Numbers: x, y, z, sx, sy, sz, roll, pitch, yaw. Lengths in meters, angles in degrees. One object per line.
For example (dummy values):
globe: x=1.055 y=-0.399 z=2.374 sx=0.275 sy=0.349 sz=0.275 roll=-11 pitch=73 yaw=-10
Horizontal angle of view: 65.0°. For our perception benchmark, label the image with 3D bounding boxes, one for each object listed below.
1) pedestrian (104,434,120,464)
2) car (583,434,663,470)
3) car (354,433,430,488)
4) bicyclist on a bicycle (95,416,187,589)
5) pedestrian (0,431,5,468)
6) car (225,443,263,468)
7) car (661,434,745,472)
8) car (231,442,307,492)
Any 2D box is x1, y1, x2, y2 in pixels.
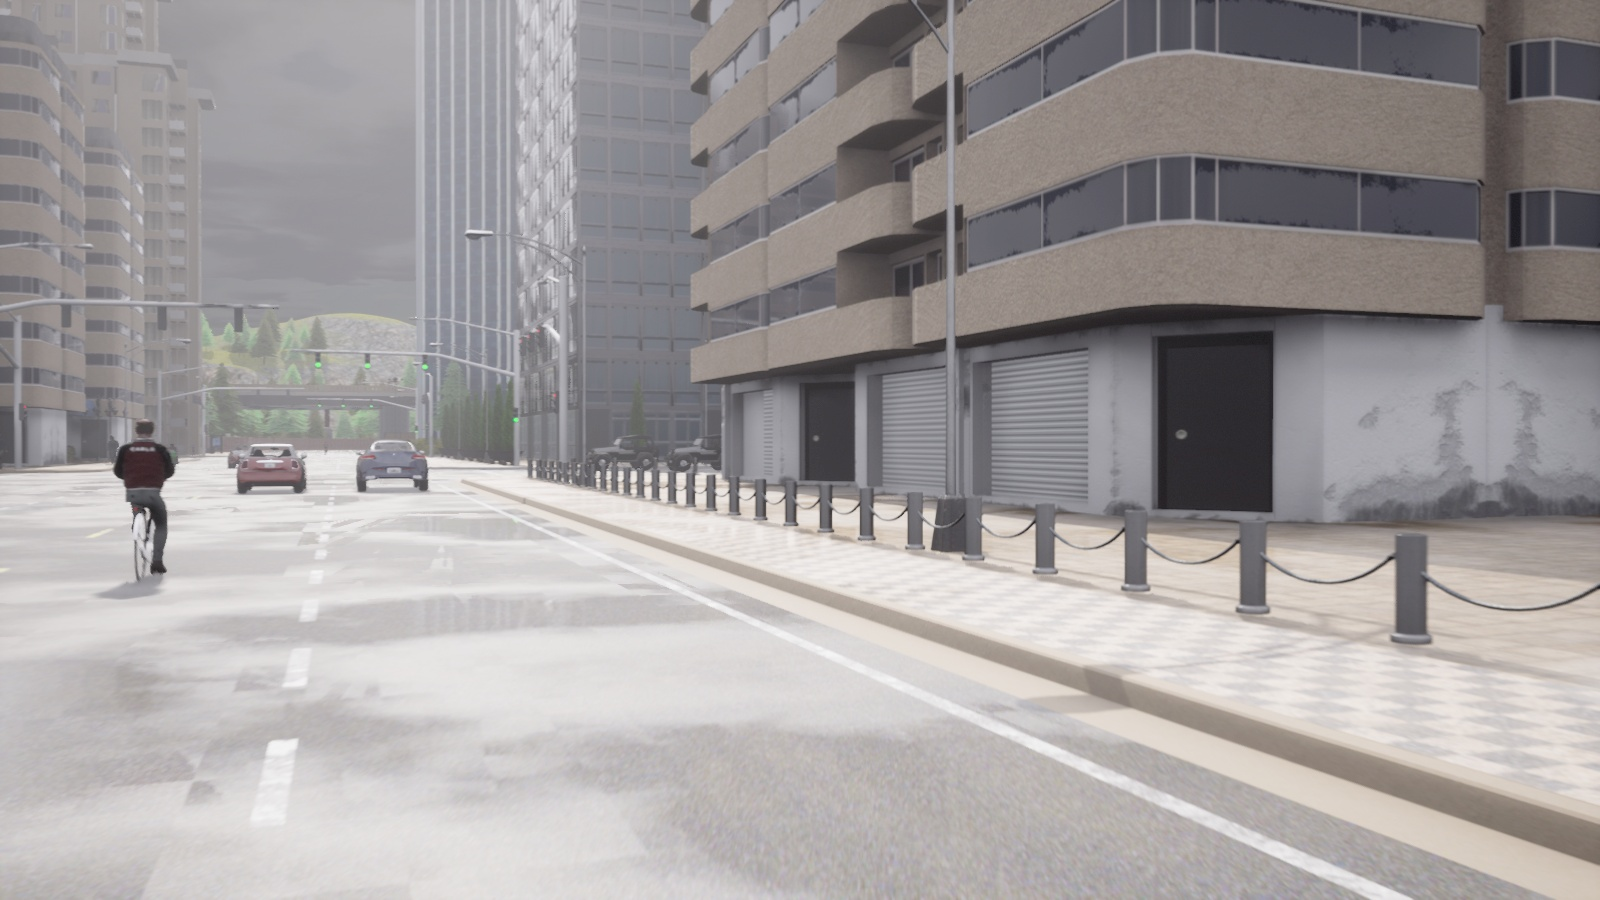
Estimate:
pedestrian: x=-42.884 y=-0.070 z=78.246 sx=0.563 sy=1.883 sz=0.849 roll=0 pitch=0 yaw=-6
car: x=-9.356 y=0.108 z=66.165 sx=3.866 sy=1.878 sz=1.905 roll=0 pitch=0 yaw=-20
car: x=-13.234 y=0.287 z=40.523 sx=2.152 sy=1.651 sz=5.027 roll=0 pitch=0 yaw=-20
bicyclist on a bicycle: x=-7.265 y=0.533 z=13.917 sx=0.659 sy=1.776 sz=1.843 roll=0 pitch=1 yaw=-20
pedestrian: x=-40.111 y=-0.032 z=62.824 sx=0.402 sy=1.842 sz=0.726 roll=0 pitch=0 yaw=-20
car: x=-33.549 y=0.307 z=75.830 sx=1.816 sy=1.474 sz=4.193 roll=0 pitch=0 yaw=-20
car: x=-4.950 y=0.124 z=64.025 sx=3.866 sy=1.878 sz=1.905 roll=0 pitch=0 yaw=-20
car: x=-16.326 y=0.481 z=38.788 sx=1.970 sy=1.475 sz=3.806 roll=0 pitch=0 yaw=-20
